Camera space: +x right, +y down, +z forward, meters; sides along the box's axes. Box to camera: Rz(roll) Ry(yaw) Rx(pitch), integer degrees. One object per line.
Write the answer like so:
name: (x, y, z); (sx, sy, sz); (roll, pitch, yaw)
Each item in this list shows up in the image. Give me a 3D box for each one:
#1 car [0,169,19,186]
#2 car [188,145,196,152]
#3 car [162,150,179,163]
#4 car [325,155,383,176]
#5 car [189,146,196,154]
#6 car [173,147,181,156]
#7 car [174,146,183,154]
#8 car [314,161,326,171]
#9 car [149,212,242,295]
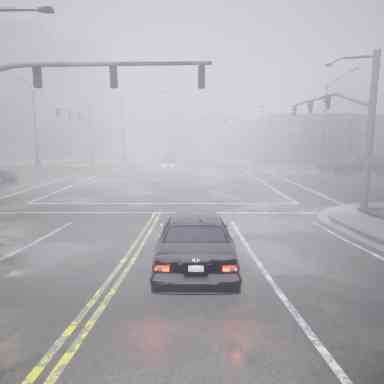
car: (-16.644, -1.339, 26.923); (4.892, 1.490, 1.837); (0, 9, 0)
car: (0.111, -12.027, 91.706); (2.097, 1.767, 4.553); (0, 9, 0)
car: (-3.533, -5.297, 51.515); (2.033, 1.411, 5.357); (0, 9, 0)
car: (17.065, -2.754, 33.816); (5.566, 2.045, 2.150); (0, 9, 1)
car: (0.099, -10.166, 81.759); (1.895, 1.301, 4.718); (0, 9, 0)
car: (-3.493, -6.881, 60.993); (1.837, 1.490, 4.892); (0, 9, 0)
car: (-3.413, -8.503, 71.188); (2.033, 1.411, 5.357); (0, 9, 0)
car: (16.320, -3.050, 37.322); (4.902, 1.511, 2.128); (0, 9, 0)
car: (0.085, 1.219, 8.389); (2.033, 1.411, 5.357); (0, 4, 0)
